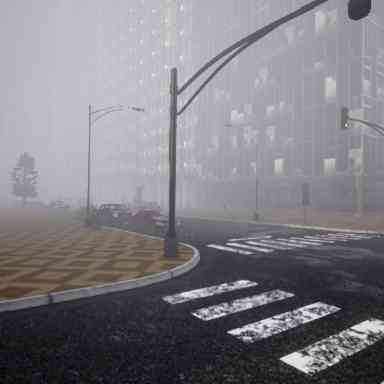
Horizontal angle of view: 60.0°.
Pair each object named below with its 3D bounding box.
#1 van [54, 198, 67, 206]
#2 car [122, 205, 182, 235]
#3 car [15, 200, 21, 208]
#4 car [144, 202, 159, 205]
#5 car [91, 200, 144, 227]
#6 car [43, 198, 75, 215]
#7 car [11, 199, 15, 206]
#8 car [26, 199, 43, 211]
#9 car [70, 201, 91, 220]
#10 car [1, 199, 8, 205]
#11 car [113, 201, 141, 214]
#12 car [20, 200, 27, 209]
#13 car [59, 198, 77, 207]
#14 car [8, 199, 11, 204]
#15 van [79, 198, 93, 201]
[{"bbox_3d":[-27.916,2.117,70.765,1.690,1.788,3.998,1,-1,-35],"label":"van"},{"bbox_3d":[-2.241,1.662,19.372,1.802,1.307,4.206,1,-1,-35],"label":"car"},{"bbox_3d":[-28.277,2.062,56.647,1.887,1.381,4.507,1,-1,-35],"label":"car"},{"bbox_3d":[-5.135,1.832,38.149,1.967,1.590,4.097,1,-1,-35],"label":"car"},{"bbox_3d":[-5.496,1.575,24.033,1.967,1.590,4.097,1,-1,-35],"label":"car"},{"bbox_3d":[-15.259,1.739,38.011,1.967,1.590,4.097,1,-1,-35],"label":"car"},{"bbox_3d":[-31.533,2.123,61.305,2.008,1.369,4.403,1,-1,-35],"label":"car"},{"bbox_3d":[-21.769,1.959,47.328,2.008,1.369,4.403,1,-1,-35],"label":"car"},{"bbox_3d":[-8.653,1.713,28.552,1.752,1.417,4.829,1,-1,-35],"label":"car"},{"bbox_3d":[-41.296,2.287,75.283,2.008,1.369,4.403,1,-1,-35],"label":"car"},{"bbox_3d":[-8.486,1.974,42.946,1.752,1.417,4.829,1,-1,-35],"label":"car"},{"bbox_3d":[-25.023,2.029,51.987,1.947,1.339,4.313,1,-1,-35],"label":"car"},{"bbox_3d":[-24.662,2.036,66.106,2.192,1.841,5.009,1,-1,-35],"label":"car"},{"bbox_3d":[-34.787,2.209,65.965,1.802,1.307,4.206,1,-1,-35],"label":"car"},{"bbox_3d":[-18.153,1.952,56.787,1.690,1.788,3.998,1,-1,-35],"label":"van"}]
